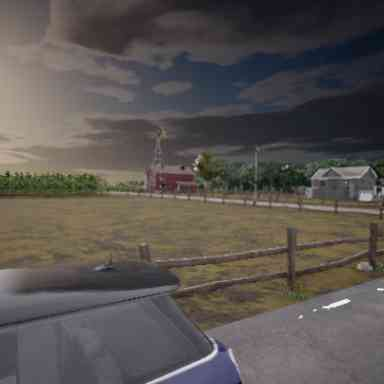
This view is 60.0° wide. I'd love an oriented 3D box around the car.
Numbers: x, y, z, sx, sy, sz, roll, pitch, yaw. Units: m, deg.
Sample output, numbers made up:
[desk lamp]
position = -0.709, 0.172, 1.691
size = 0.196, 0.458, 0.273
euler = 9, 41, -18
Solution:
[car]
position = -1.796, 1.350, 1.788
size = 4.553, 1.767, 2.097
euler = 0, 0, -35
